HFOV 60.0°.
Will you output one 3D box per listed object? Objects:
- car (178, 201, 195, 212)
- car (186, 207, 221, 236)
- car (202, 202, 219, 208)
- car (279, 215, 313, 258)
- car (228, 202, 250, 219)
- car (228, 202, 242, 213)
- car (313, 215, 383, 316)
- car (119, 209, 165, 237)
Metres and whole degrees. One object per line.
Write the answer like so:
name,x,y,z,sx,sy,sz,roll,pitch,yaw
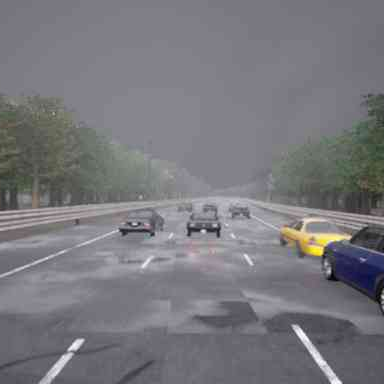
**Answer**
car,-0.771,2.037,46.930,2.128,1.511,4.902,1,-1,5
car,0.759,1.856,20.208,1.895,1.301,4.718,1,-1,3
car,2.389,2.069,43.070,1.837,1.490,4.892,1,-1,5
car,4.915,1.720,13.808,1.801,1.575,5.366,1,-1,2
car,5.206,2.041,35.927,1.837,1.490,4.892,1,0,5
car,6.174,2.228,48.062,1.812,1.442,4.674,1,-1,6
car,4.686,1.539,7.688,2.097,1.767,4.553,1,-1,2
car,-2.792,1.721,19.499,2.033,1.411,5.357,1,-1,3
